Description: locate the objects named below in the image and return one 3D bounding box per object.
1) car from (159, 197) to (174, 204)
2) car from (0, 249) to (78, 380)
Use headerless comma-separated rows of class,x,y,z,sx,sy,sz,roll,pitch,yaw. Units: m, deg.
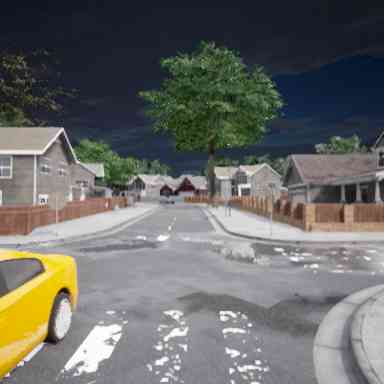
car,-5.145,1.767,67.150,1.994,1.385,4.181,1,-1,-27
car,-2.945,1.465,3.593,1.882,1.535,5.008,-1,0,3
